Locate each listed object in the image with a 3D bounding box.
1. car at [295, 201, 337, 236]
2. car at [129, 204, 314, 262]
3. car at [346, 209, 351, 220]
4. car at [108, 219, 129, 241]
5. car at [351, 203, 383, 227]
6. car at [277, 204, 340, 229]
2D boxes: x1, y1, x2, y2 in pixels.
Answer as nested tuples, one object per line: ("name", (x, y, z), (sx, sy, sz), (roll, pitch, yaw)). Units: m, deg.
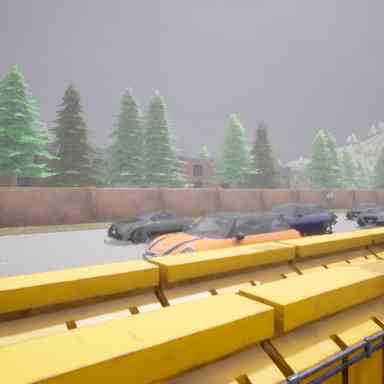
("car", (4.642, 1.351, 15.885), (4.553, 1.767, 2.097), (0, 0, -35))
("car", (0.925, 1.351, 8.936), (4.553, 1.767, 2.097), (0, 0, -36))
("car", (14.473, 1.564, 27.154), (4.181, 1.385, 1.994), (0, 0, -35))
("car", (-1.765, 1.563, 15.612), (4.181, 1.385, 1.994), (0, 0, -35))
("car", (12.459, 1.564, 21.345), (4.181, 1.385, 1.994), (0, 0, -36))
("car", (7.889, 1.564, 22.423), (4.181, 1.385, 1.994), (0, 0, -35))
